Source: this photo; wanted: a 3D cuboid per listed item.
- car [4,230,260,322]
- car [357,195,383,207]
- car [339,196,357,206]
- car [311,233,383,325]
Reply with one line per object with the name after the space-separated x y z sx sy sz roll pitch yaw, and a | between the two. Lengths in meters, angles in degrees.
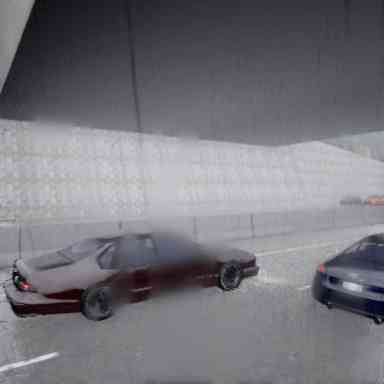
-0.994 1.555 7.257 5.357 1.411 2.033 0 0 -35 | car
26.189 1.207 47.565 4.553 1.767 2.097 0 0 -34 | car
24.316 1.375 50.522 4.892 1.490 1.837 0 0 -34 | car
4.323 1.541 6.682 4.181 1.385 1.994 0 0 -35 | car
